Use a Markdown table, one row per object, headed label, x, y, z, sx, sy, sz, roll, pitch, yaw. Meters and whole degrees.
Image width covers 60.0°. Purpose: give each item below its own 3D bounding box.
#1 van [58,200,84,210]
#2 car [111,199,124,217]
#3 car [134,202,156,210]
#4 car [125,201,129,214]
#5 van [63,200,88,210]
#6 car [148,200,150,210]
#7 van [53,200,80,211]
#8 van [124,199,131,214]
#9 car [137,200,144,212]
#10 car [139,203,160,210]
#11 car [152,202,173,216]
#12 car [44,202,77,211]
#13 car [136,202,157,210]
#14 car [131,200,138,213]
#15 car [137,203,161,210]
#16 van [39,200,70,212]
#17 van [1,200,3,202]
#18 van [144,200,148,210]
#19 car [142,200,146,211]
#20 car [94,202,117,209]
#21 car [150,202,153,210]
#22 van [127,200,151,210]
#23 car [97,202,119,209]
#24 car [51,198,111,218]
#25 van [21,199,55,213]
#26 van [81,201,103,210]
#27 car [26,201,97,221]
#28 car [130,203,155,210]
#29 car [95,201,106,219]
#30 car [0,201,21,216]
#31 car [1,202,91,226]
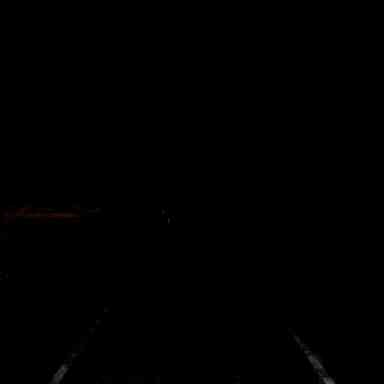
| label | x | y | z | sx | sy | sz | roll | pitch | yaw |
| --- | --- | --- | --- | --- | --- | --- | --- | --- | --- |
| van | -23.545 | 2.590 | 64.765 | 4.442 | 1.987 | 1.878 | 0 | -3 | 0 |
| car | -10.319 | 1.646 | 34.113 | 5.566 | 2.045 | 2.435 | 0 | -2 | 0 |
| car | -10.317 | 3.049 | 72.937 | 4.553 | 1.767 | 2.185 | 0 | -3 | 0 |
| car | -10.350 | 2.092 | 39.655 | 4.674 | 1.452 | 2.002 | 0 | -2 | 0 |
| van | -23.545 | 2.707 | 67.407 | 4.442 | 1.987 | 1.878 | 0 | -3 | 0 |
| car | -10.377 | 2.624 | 59.087 | 4.792 | 1.488 | 2.163 | 0 | -2 | 0 |
| van | -23.311 | 2.463 | 61.864 | 4.442 | 1.987 | 1.878 | 0 | -2 | 0 |
| van | -10.465 | 1.904 | 42.438 | 4.442 | 1.987 | 1.878 | 0 | -2 | 0 |
| car | -10.318 | 2.391 | 50.755 | 4.792 | 1.488 | 2.163 | 0 | -2 | 0 |
| car | -10.342 | 3.542 | 81.252 | 4.892 | 1.521 | 2.231 | 0 | -3 | 0 |
| car | -3.363 | 2.167 | 41.058 | 1.994 | 1.385 | 4.181 | 0 | -2 | 0 |
| car | -23.433 | 2.600 | 59.238 | 5.008 | 1.535 | 2.097 | 0 | -2 | 0 |
| car | -10.317 | 3.171 | 75.710 | 4.553 | 1.767 | 2.185 | 0 | -3 | 0 |
| car | -10.353 | 2.207 | 45.207 | 5.008 | 1.535 | 2.097 | 0 | -2 | 0 |
| car | -10.163 | 3.416 | 78.478 | 5.366 | 1.575 | 1.946 | 0 | -3 | 0 |
| van | -23.311 | 2.297 | 56.475 | 4.442 | 1.987 | 1.878 | 0 | -2 | 0 |
| van | -23.544 | 1.756 | 37.092 | 4.442 | 1.987 | 1.878 | 0 | -2 | 0 |
| van | -10.231 | 2.291 | 56.314 | 4.442 | 1.987 | 1.878 | 0 | -2 | 0 |
| car | -10.351 | 2.479 | 53.531 | 4.674 | 1.452 | 2.002 | 0 | -2 | 0 |
| car | -23.400 | 3.661 | 89.674 | 5.566 | 2.045 | 2.435 | 0 | -3 | 0 |
| car | -10.377 | 2.435 | 61.848 | 5.566 | 2.045 | 2.435 | 0 | -3 | 0 |
| van | -10.232 | 2.583 | 64.621 | 4.442 | 1.987 | 1.878 | 0 | -3 | 0 |
| car | -23.400 | 3.783 | 92.442 | 5.566 | 2.045 | 2.435 | 0 | -3 | 0 |
| car | -10.379 | 1.697 | 31.339 | 4.553 | 1.767 | 2.185 | 0 | -2 | 0 |
| van | -23.545 | 2.142 | 50.938 | 4.442 | 1.987 | 1.878 | 0 | -2 | 0 |
| van | -23.545 | 3.194 | 78.477 | 4.442 | 1.987 | 1.878 | 0 | -3 | 0 |
| car | -10.353 | 1.691 | 25.788 | 4.892 | 1.521 | 2.231 | 0 | -1 | 0 |
| car | -10.343 | 3.052 | 70.158 | 5.008 | 1.535 | 2.097 | 0 | -3 | 0 |
| car | -10.354 | 1.752 | 28.560 | 5.008 | 1.535 | 2.097 | 0 | -1 | 0 |
| car | -23.396 | 1.933 | 39.858 | 4.553 | 1.767 | 2.185 | 0 | -2 | 0 |
| car | -10.162 | 1.634 | 23.020 | 5.366 | 1.575 | 1.946 | 0 | -1 | 0 |
